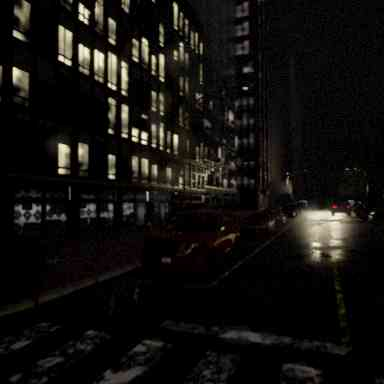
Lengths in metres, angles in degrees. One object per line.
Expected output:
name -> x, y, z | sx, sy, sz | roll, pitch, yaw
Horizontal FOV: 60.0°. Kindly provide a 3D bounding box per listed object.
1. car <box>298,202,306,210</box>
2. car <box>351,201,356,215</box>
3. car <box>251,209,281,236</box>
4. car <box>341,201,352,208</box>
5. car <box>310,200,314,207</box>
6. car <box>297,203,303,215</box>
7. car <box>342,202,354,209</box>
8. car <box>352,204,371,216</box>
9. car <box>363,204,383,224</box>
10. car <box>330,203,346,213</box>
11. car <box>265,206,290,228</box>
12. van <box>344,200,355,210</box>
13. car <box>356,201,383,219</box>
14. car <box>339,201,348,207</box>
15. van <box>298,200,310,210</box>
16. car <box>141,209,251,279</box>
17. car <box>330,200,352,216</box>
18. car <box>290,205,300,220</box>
car -> 14.646, 2.475, 47.156 | 1.887, 1.381, 4.507 | 0, -1, 22
car -> 20.375, 1.995, 38.908 | 2.192, 1.841, 5.009 | 0, -1, 22
car -> 4.369, 2.006, 21.402 | 1.802, 1.307, 4.206 | 0, -1, 22
car -> 34.761, 2.791, 74.960 | 1.967, 1.590, 4.097 | 0, -1, 22
car -> 31.088, 3.269, 88.361 | 1.802, 1.307, 4.206 | 0, -1, 22
car -> 12.591, 2.413, 42.005 | 1.802, 1.307, 4.206 | 0, -1, 22
car -> 32.706, 2.823, 69.808 | 1.947, 1.339, 4.313 | 0, -1, 22
car -> 22.493, 2.307, 44.212 | 1.752, 1.417, 4.829 | 0, -1, 22
car -> 16.263, 2.029, 28.600 | 2.008, 1.369, 4.403 | 0, -1, 22
car -> 22.698, 2.500, 51.747 | 2.033, 1.411, 5.357 | -1, -1, 22
car -> 6.425, 1.968, 26.555 | 1.967, 1.590, 4.097 | 0, -1, 22
van -> 30.651, 2.504, 64.661 | 1.690, 1.788, 3.998 | 0, -1, 22
car -> 18.319, 1.895, 33.755 | 2.192, 1.841, 5.009 | 0, -1, 22
car -> 38.872, 3.080, 85.261 | 1.887, 1.381, 4.507 | 0, -1, 22
van -> 20.813, 2.561, 62.612 | 1.690, 1.788, 3.998 | 0, -1, 22
car -> 0.259, 1.531, 11.106 | 2.192, 1.841, 5.009 | 0, -1, 22
car -> 18.856, 1.992, 42.133 | 2.150, 2.045, 5.566 | -1, -1, 22
car -> 10.534, 2.313, 36.853 | 1.802, 1.307, 4.206 | 0, -1, 22
